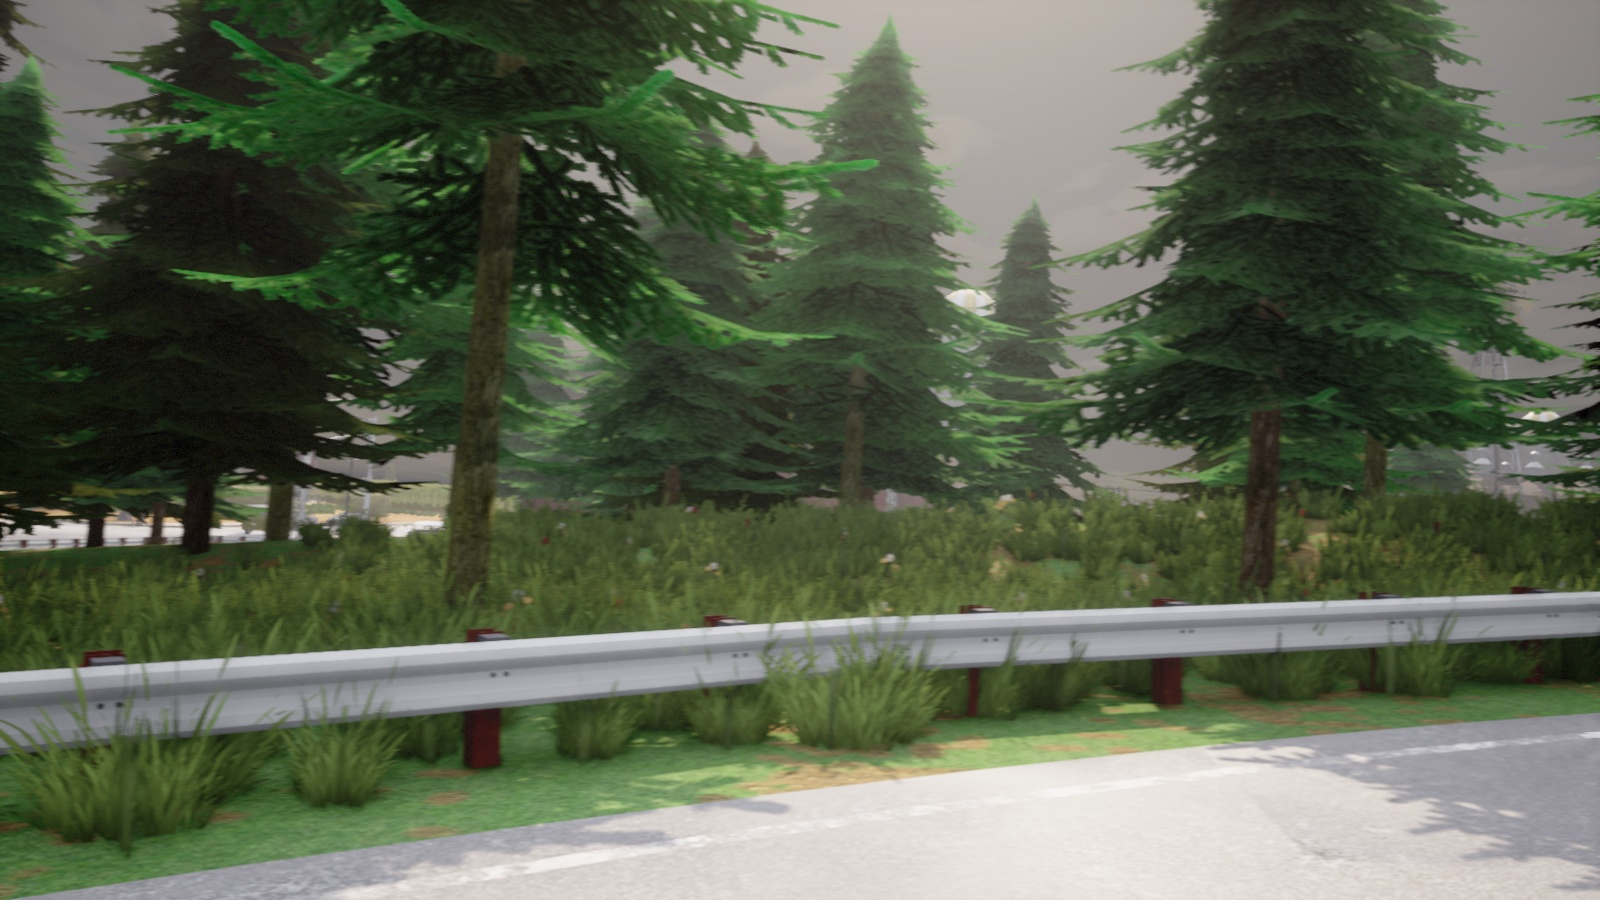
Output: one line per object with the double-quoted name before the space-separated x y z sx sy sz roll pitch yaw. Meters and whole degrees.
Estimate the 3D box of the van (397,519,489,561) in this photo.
"van" -20.587 5.185 72.471 4.480 2.038 2.069 4 -3 6

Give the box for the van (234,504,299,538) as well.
"van" -34.293 4.589 80.872 1.775 1.987 4.442 4 -3 5
